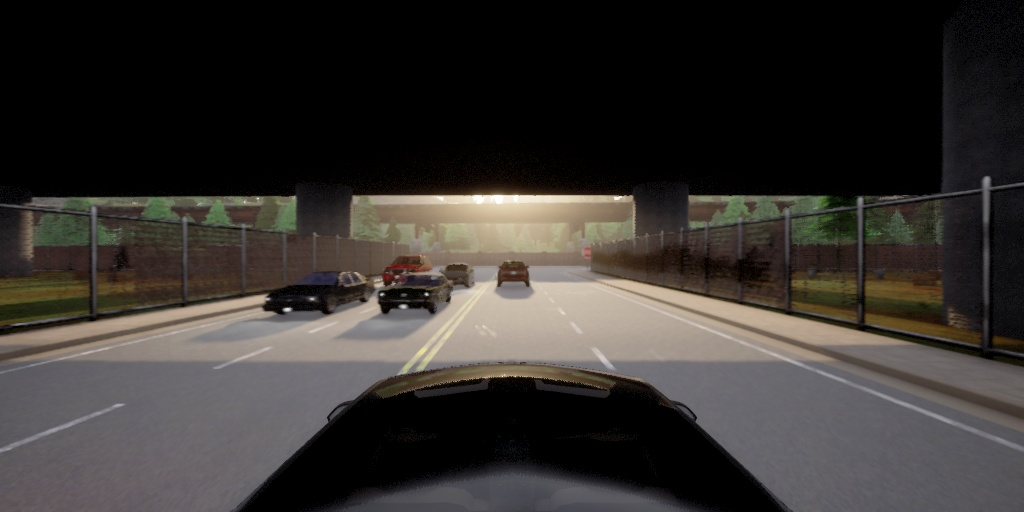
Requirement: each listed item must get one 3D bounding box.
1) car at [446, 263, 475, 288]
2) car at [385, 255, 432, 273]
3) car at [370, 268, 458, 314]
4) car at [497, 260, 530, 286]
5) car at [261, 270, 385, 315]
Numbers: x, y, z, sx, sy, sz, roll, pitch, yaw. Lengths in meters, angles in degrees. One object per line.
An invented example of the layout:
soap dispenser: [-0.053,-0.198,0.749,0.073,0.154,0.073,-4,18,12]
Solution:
car: [-3.493,1.209,23.285,1.837,1.490,4.892,0,0,1]
car: [-6.977,0.932,24.648,2.150,2.045,5.566,0,0,0]
car: [-3.485,1.328,13.765,1.895,1.301,4.718,0,0,0]
car: [0.102,1.049,24.564,2.097,1.767,4.553,0,0,0]
car: [-6.985,1.279,13.808,2.033,1.411,5.357,0,0,0]
